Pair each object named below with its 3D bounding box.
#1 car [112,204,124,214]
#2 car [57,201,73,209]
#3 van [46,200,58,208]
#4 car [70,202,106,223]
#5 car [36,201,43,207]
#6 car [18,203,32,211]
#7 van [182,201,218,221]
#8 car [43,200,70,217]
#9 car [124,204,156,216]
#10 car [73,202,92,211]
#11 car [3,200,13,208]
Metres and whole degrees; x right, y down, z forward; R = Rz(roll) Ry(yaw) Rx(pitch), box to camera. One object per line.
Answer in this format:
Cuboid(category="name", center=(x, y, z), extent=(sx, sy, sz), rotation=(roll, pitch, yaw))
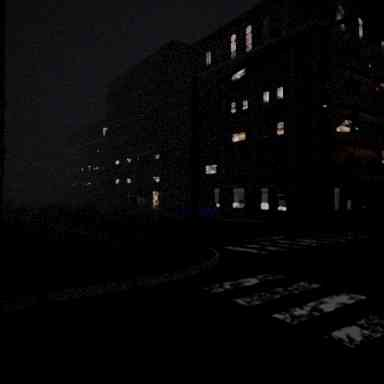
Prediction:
Cuboid(category="car", center=(-9.359, 2.261, 44.876), extent=(1.947, 1.339, 4.313), rotation=(-1, 0, -36))
Cuboid(category="car", center=(-25.874, 2.603, 67.749), extent=(1.967, 1.590, 4.097), rotation=(-1, 0, -36))
Cuboid(category="van", center=(-32.482, 2.692, 76.899), extent=(1.690, 1.788, 3.998), rotation=(-1, 0, -36))
Cuboid(category="car", center=(-9.498, 1.913, 30.862), extent=(1.967, 1.590, 4.097), rotation=(-1, 0, -36))
Cuboid(category="car", center=(-39.081, 3.105, 86.046), extent=(1.947, 1.339, 4.313), rotation=(-1, 0, -36))
Cuboid(category="car", center=(-29.211, 2.555, 58.170), extent=(1.752, 1.417, 4.829), rotation=(-1, 0, -36))
Cuboid(category="van", center=(0.682, 1.759, 31.253), extent=(1.690, 1.788, 3.998), rotation=(-1, 0, -36))
Cuboid(category="car", center=(-16.103, 2.099, 40.010), extent=(1.967, 1.590, 4.097), rotation=(-1, 0, -36))
Cuboid(category="car", center=(-6.157, 2.130, 40.440), extent=(1.752, 1.417, 4.829), rotation=(-1, 0, -36))
Cuboid(category="car", center=(-19.367, 2.504, 58.738), extent=(1.752, 1.417, 4.829), rotation=(-1, 0, -36))
Cuboid(category="car", center=(-42.525, 2.723, 76.608), extent=(2.192, 1.841, 5.009), rotation=(-1, 0, -36))
